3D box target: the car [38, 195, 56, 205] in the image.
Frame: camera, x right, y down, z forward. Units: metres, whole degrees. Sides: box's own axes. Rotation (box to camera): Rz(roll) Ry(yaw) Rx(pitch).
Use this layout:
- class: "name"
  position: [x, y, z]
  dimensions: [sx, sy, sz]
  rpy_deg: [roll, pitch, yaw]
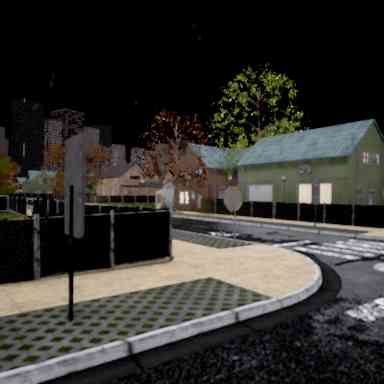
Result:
- class: "car"
  position: [-20.146, 1.262, 45.997]
  dimensions: [1.837, 1.490, 4.892]
  rpy_deg: [1, 0, -37]
